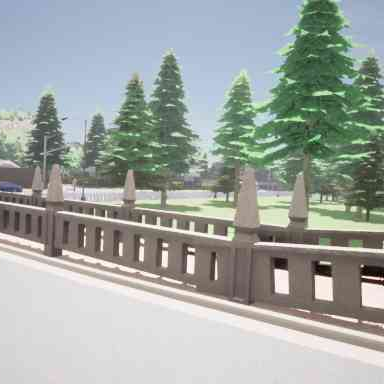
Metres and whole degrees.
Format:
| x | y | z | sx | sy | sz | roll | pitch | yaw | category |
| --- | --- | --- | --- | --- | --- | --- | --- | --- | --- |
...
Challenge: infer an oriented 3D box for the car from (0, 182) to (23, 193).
| x | y | z | sx | sy | sz | roll | pitch | yaw | category |
| --- | --- | --- | --- | --- | --- | --- | --- | --- | --- |
| -21.386 | -0.402 | 36.980 | 1.812 | 1.442 | 4.674 | 4 | 3 | 37 | car |
